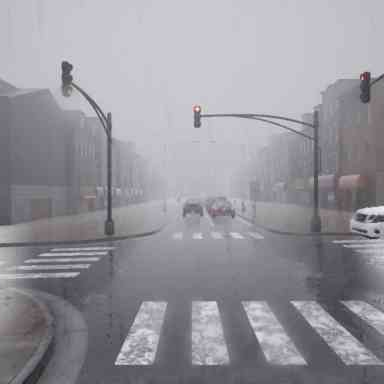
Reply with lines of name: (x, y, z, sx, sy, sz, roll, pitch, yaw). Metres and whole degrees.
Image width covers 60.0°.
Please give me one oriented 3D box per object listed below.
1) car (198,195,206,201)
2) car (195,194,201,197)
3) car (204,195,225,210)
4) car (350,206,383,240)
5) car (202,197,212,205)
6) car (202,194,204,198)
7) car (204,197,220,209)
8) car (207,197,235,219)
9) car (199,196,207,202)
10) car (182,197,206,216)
car: (2.812, 1.702, 94.540, 1.967, 1.590, 4.097, -1, 0, 0)
car: (0.140, 1.613, 57.804, 1.837, 1.490, 4.892, 0, 0, 1)
car: (2.696, 1.356, 35.113, 2.192, 1.841, 5.009, -1, 0, 0)
car: (9.186, 0.912, 12.854, 5.566, 2.045, 2.150, -2, 0, 0)
car: (2.751, 1.648, 62.295, 1.752, 1.417, 4.829, -1, 0, 0)
car: (2.706, 1.370, 40.516, 2.192, 1.841, 5.009, -1, 0, 0)
car: (2.718, 1.509, 45.918, 1.967, 1.590, 4.097, -1, 0, 0)
car: (2.687, 1.470, 29.711, 1.967, 1.590, 4.097, -1, 0, 0)
car: (2.793, 1.792, 83.734, 1.802, 1.307, 4.206, -1, 0, 0)
car: (0.119, 1.541, 32.838, 1.837, 1.490, 4.892, 0, 0, 1)
